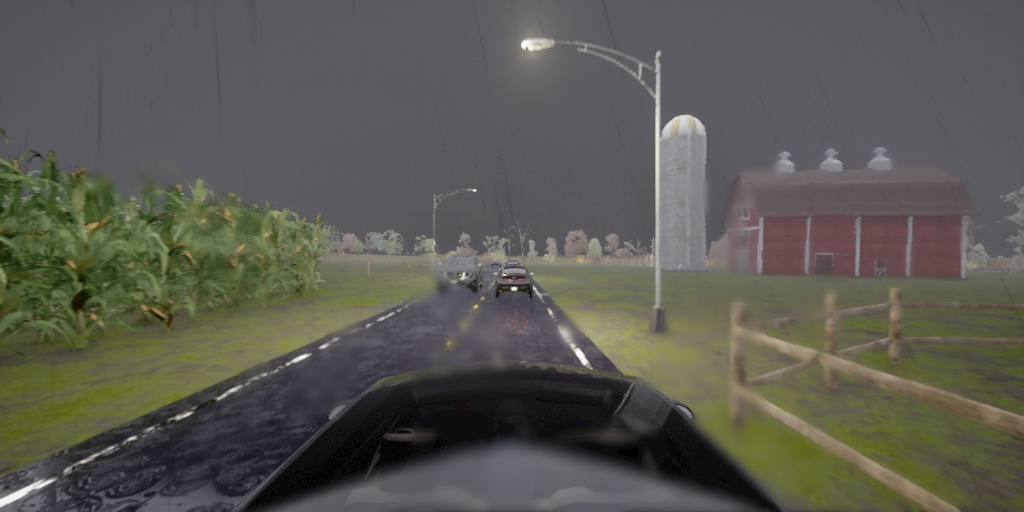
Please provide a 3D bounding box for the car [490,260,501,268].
[{"bbox_3d":[-2.776,1.376,62.699,1.895,1.301,4.718,0,0,1],"label":"car"}]

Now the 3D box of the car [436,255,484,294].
[{"bbox_3d":[-2.850,0.968,20.740,2.150,2.045,5.566,0,0,0],"label":"car"}]

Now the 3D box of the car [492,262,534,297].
[{"bbox_3d":[0.101,1.252,18.728,1.837,1.490,4.892,0,0,0],"label":"car"}]
